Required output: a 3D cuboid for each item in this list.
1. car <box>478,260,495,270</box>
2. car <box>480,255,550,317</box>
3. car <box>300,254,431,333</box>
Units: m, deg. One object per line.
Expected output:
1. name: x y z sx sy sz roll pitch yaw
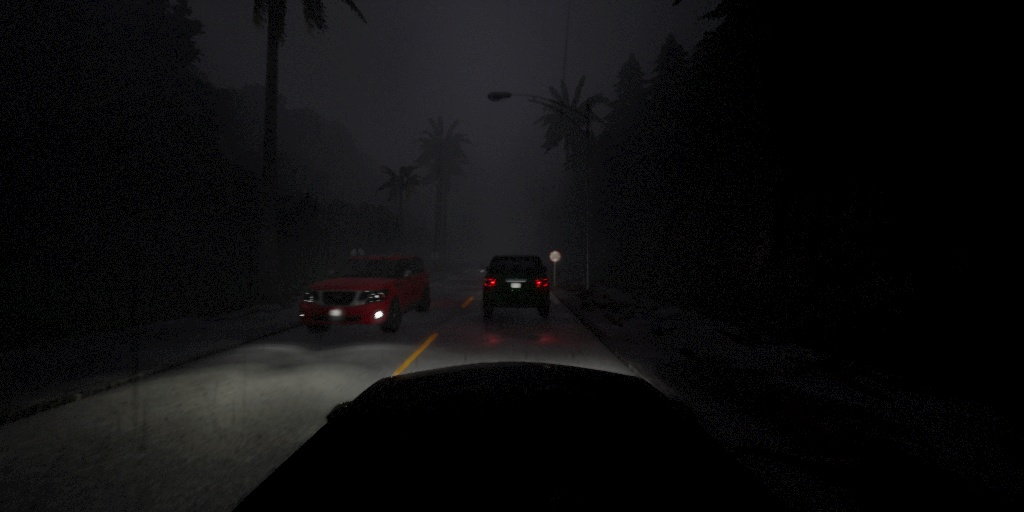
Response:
1. car: -3.814 1.281 54.500 2.033 1.411 5.357 0 0 1
2. car: 0.152 0.970 13.324 2.150 2.045 5.566 0 0 1
3. car: -4.064 0.962 11.063 2.150 2.045 5.566 0 0 0
